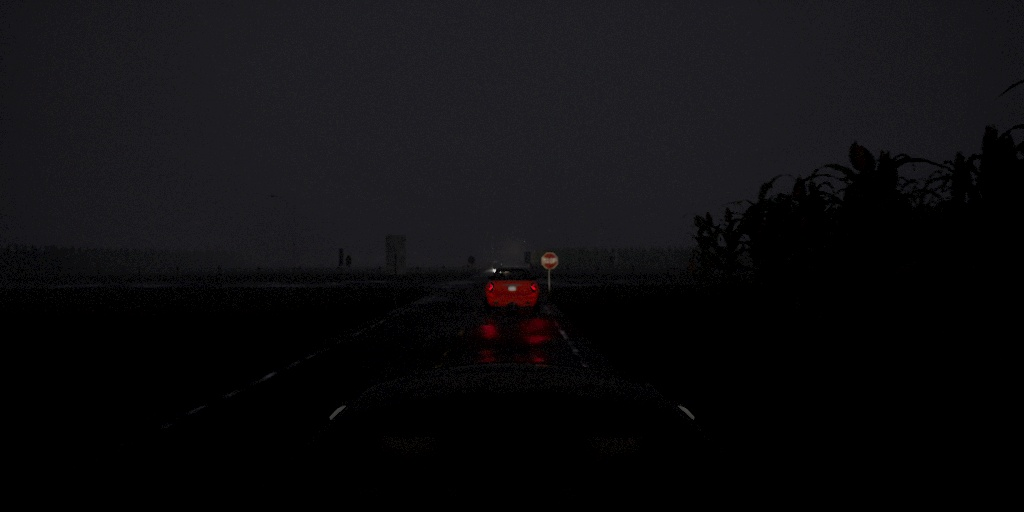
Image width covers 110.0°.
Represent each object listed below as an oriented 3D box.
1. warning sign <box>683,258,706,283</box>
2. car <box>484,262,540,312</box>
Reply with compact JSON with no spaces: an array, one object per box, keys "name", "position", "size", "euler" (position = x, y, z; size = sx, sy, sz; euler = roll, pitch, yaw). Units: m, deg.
[{"name":"warning sign","position":[14.071,1.134,28.051],"size":[1.060,1.860,1.300],"euler":[0,0,-6]},{"name":"car","position":[0.019,1.233,15.200],"size":[2.097,1.767,4.553],"euler":[0,-1,0]}]
